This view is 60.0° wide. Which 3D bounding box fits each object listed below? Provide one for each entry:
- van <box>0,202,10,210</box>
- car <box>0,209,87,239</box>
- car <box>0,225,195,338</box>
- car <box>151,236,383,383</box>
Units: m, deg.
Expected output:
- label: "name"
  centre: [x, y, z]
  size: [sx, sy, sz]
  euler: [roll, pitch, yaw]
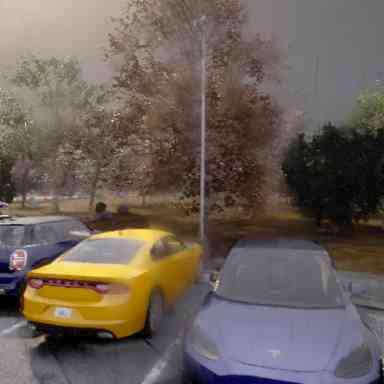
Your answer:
- label: "van"
  centre: [-8.393, 1.331, 12.076]
  size: [1.878, 1.987, 4.442]
  euler: [0, -1, 14]
- label: "car"
  centre: [-3.544, 1.396, 8.549]
  size: [2.185, 1.767, 4.553]
  euler: [0, -1, 15]
- label: "car"
  centre: [-1.102, 1.507, 6.868]
  size: [2.097, 1.535, 5.008]
  euler: [0, -1, 15]
- label: "car"
  centre: [1.322, 1.522, 5.127]
  size: [2.163, 1.488, 4.792]
  euler: [0, -1, 15]
